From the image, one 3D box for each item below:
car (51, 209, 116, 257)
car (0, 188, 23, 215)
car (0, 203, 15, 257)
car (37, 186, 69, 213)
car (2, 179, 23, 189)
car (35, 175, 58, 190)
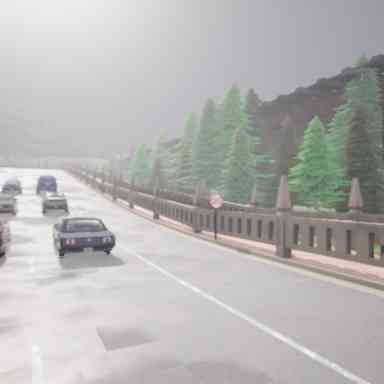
[{"bbox_3d":[-4.470,1.631,13.300,1.895,1.301,4.718,0,1,-26],"label":"car"},{"bbox_3d":[-13.817,0.827,24.414,2.033,1.411,5.357,0,5,-26],"label":"car"},{"bbox_3d":[-8.031,1.466,12.640,1.882,1.535,5.008,0,2,-26],"label":"car"},{"bbox_3d":[-11.051,0.719,26.755,2.128,1.511,4.902,0,5,-26],"label":"car"},{"bbox_3d":[-20.265,-0.756,37.637,1.812,1.442,4.674,0,7,-26],"label":"car"},{"bbox_3d":[-16.981,-1.003,38.884,2.150,2.045,5.566,0,7,-26],"label":"car"}]
